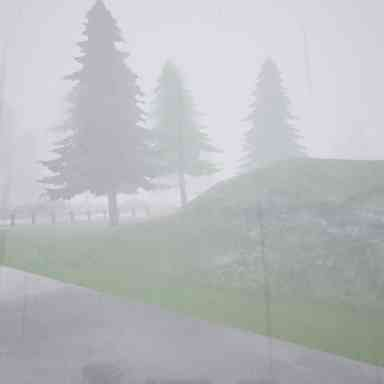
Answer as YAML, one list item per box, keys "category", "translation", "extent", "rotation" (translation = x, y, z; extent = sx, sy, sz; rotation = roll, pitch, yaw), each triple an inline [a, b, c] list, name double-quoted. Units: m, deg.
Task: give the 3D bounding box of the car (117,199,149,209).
- category: "car"
  translation: [-6.948, 1.467, 37.928]
  extent: [4.181, 1.385, 1.994]
  rotation: [0, 0, -39]

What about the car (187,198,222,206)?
- category: "car"
  translation: [1.489, 1.464, 44.370]
  extent: [5.357, 1.411, 2.033]
  rotation: [0, 0, -34]

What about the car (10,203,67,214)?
- category: "car"
  translation: [-14.214, 1.386, 31.038]
  extent: [2.128, 1.511, 4.902]
  rotation: [0, 0, 44]
